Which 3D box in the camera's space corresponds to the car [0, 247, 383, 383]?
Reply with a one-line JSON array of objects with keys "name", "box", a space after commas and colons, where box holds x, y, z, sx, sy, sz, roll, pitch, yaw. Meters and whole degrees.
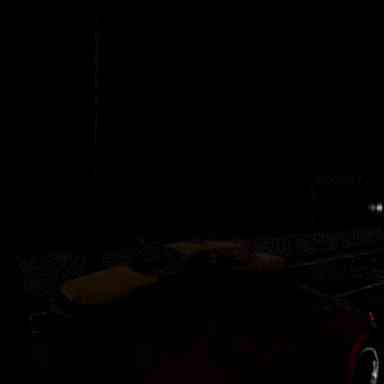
[{"name": "car", "box": [0.199, 1.588, 3.520, 4.181, 1.385, 1.994, 1, 0, -36]}]

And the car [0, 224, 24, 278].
[{"name": "car", "box": [-4.420, 1.296, 3.380, 5.009, 1.841, 2.192, 1, -1, -36]}]

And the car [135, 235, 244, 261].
[{"name": "car", "box": [-0.123, 1.565, 6.446, 4.829, 1.417, 1.752, 1, -1, -36]}]
